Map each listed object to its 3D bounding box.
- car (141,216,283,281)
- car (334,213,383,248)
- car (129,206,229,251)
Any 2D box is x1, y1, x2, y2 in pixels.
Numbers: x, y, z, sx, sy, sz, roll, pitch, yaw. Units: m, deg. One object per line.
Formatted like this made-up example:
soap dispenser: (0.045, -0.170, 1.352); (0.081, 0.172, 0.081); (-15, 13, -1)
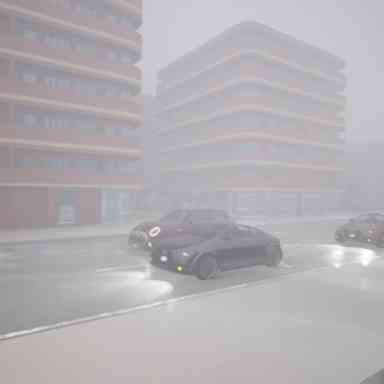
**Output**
car: (0.853, 1.631, 10.138); (4.181, 1.385, 1.994); (1, 0, -36)
car: (8.598, 1.725, 15.698); (4.181, 1.385, 1.994); (1, 0, -36)
car: (-0.263, 1.431, 13.641); (4.553, 1.767, 2.097); (1, 0, -36)
